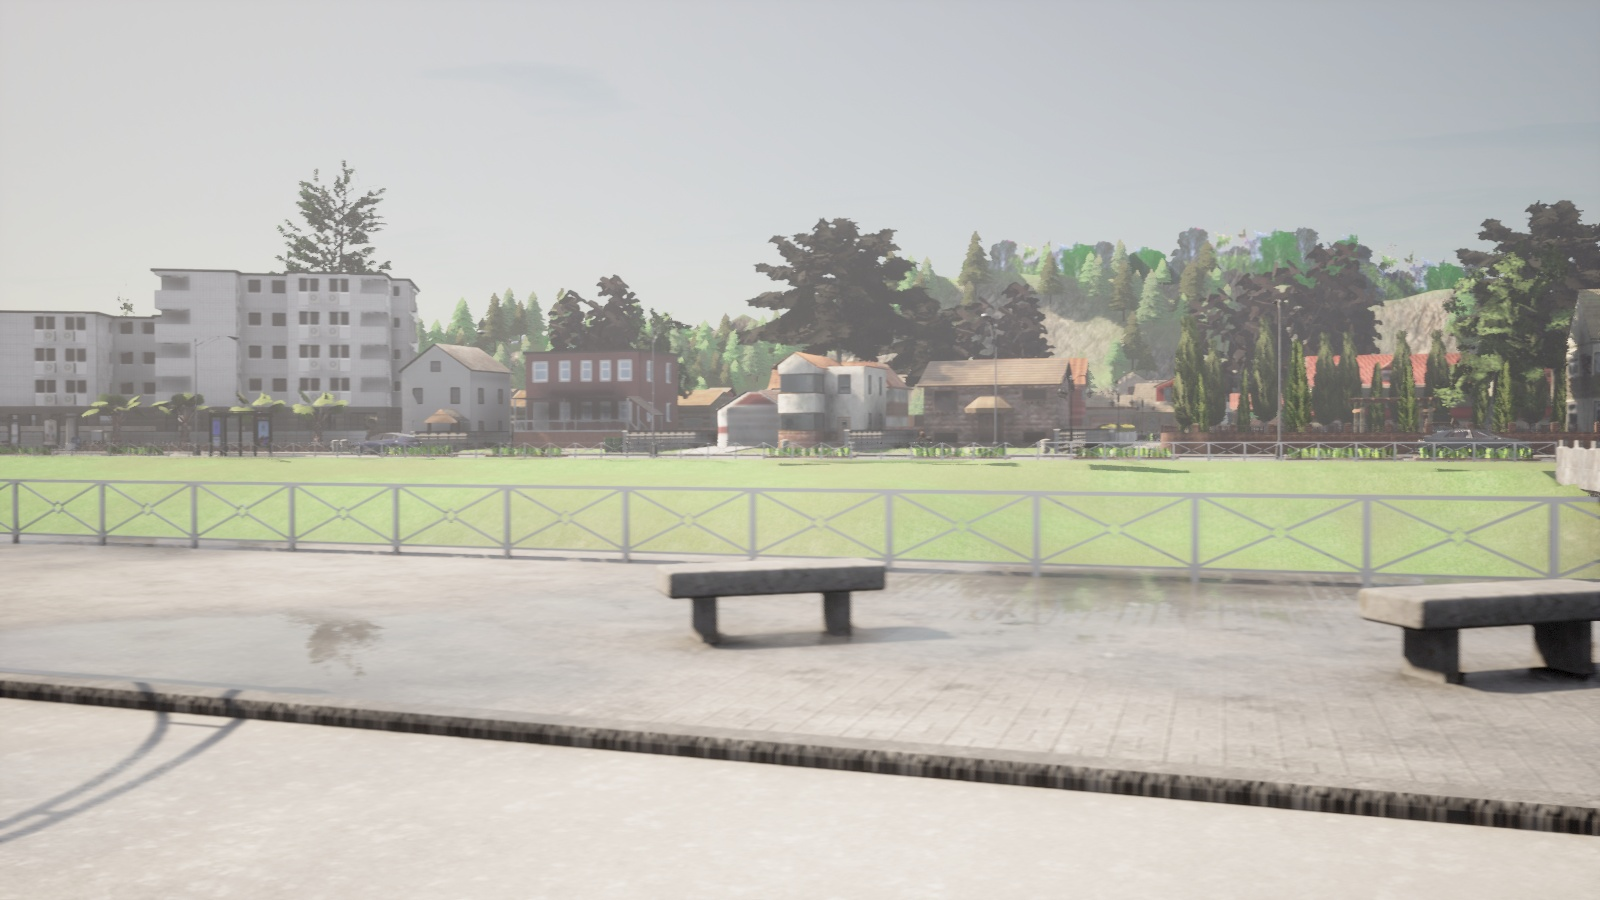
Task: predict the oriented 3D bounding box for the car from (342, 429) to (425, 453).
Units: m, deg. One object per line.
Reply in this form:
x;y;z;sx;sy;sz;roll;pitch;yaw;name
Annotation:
-27.254;-0.593;82.200;4.792;1.488;2.163;1;1;19;car

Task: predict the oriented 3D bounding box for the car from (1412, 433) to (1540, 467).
31.281;-0.033;58.271;4.902;1.511;2.128;1;1;19;car
